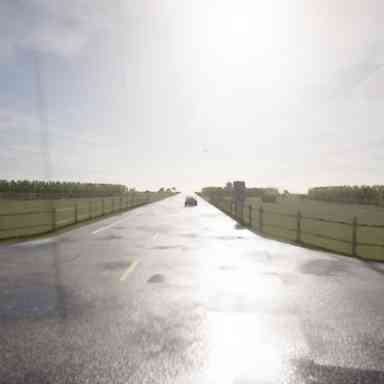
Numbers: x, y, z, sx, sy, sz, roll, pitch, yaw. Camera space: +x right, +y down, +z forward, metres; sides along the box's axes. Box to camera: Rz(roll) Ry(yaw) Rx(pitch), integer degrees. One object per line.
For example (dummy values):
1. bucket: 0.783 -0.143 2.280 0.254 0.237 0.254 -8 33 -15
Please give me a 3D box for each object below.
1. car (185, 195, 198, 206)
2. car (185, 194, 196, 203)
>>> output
1. car: -0.121 1.381 50.940 1.994 1.385 4.181 0 0 0
2. car: -0.297 1.249 63.911 2.128 1.511 4.902 0 0 0
